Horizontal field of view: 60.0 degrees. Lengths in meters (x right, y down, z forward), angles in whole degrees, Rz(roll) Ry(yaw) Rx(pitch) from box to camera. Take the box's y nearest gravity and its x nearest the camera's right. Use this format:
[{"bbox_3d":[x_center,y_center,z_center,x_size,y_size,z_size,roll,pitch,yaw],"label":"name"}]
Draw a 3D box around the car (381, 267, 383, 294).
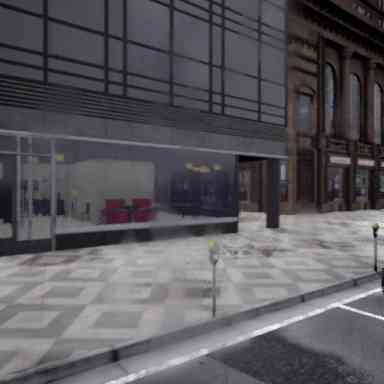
[{"bbox_3d":[5.836,1.552,7.194,4.313,1.339,1.947,0,0,-36],"label":"car"}]
